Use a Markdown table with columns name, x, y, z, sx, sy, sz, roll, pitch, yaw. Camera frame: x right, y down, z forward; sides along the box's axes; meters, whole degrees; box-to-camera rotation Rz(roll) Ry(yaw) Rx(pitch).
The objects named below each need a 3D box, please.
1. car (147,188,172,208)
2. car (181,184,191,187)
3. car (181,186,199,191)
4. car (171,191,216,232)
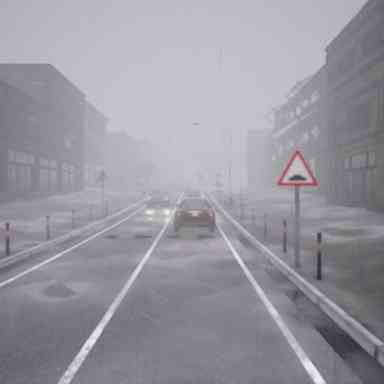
| name | x | y | z | sx | sy | sz | roll | pitch | yaw |
| --- | --- | --- | --- | --- | --- | --- | --- | --- | --- |
| car | -3.096 | 0.496 | 32.107 | 2.097 | 1.767 | 4.553 | 0 | 3 | 0 |
| car | -1.238 | -1.083 | 72.769 | 2.128 | 1.511 | 4.902 | 0 | 1 | 7 |
| car | 0.094 | 0.388 | 37.411 | 2.033 | 1.411 | 5.357 | 0 | 4 | 0 |
| car | 0.125 | 1.062 | 18.476 | 2.097 | 1.767 | 4.553 | 0 | 2 | -1 |
